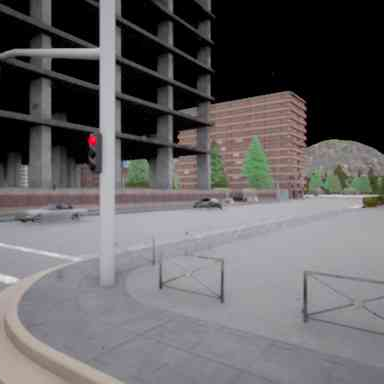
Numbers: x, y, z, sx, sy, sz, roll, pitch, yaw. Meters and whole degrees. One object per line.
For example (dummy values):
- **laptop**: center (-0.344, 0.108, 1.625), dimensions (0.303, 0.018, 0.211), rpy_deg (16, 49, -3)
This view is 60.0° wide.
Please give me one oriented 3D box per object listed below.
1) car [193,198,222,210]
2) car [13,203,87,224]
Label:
- **car**: center (1.989, 1.414, 40.593), dimensions (1.812, 1.442, 4.674), rpy_deg (0, 0, 35)
- **car**: center (-9.995, 1.489, 23.708), dimensions (1.895, 1.301, 4.718), rpy_deg (0, 0, 35)
